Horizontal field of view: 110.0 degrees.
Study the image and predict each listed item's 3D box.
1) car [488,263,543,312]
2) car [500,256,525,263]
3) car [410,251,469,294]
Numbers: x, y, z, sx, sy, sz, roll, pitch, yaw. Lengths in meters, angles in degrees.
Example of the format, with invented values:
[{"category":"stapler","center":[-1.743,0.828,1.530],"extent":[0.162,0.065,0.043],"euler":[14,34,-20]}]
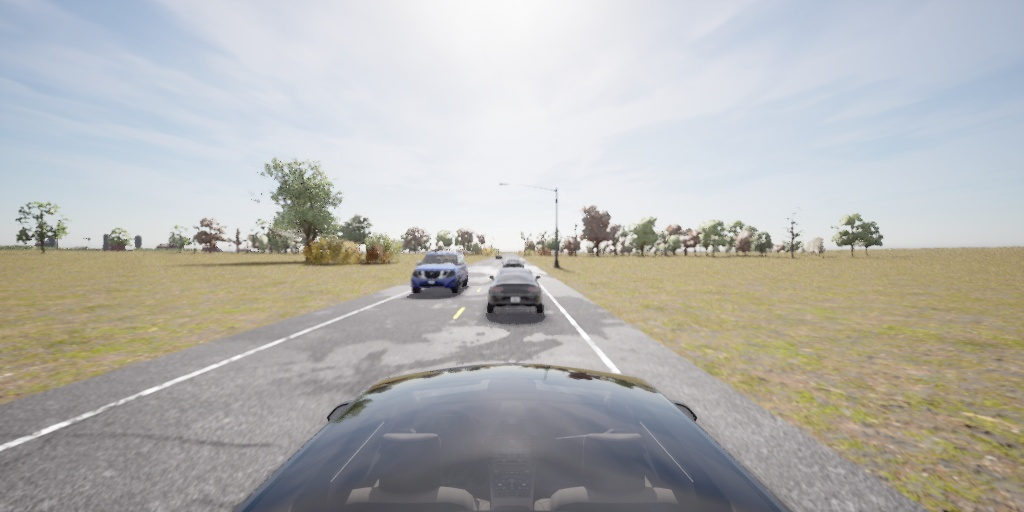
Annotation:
[{"category":"car","center":[0.106,1.146,13.287],"extent":[1.812,1.442,4.674],"euler":[0,1,0]},{"category":"car","center":[0.116,0.920,31.479],"extent":[1.837,1.490,4.892],"euler":[0,1,0]},{"category":"car","center":[-3.586,0.779,18.776],"extent":[2.150,2.045,5.566],"euler":[0,1,0]}]
